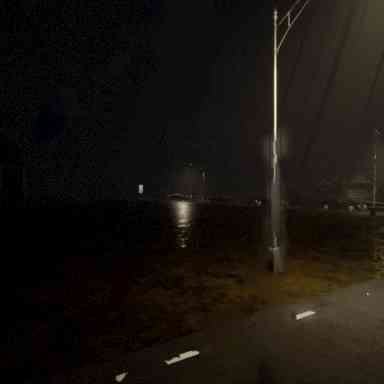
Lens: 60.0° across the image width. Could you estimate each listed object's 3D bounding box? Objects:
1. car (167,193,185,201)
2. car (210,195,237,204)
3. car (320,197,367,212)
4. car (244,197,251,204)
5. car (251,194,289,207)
[{"bbox_3d":[-3.411,1.013,70.431,1.882,1.535,5.008,2,-1,-35],"label":"car"},{"bbox_3d":[4.891,1.174,52.417,1.895,1.301,4.718,2,-1,-35],"label":"car"},{"bbox_3d":[16.400,1.292,36.148,1.837,1.490,4.892,2,0,-35],"label":"car"},{"bbox_3d":[10.200,1.065,51.315,2.097,1.767,4.553,2,-1,-35],"label":"car"},{"bbox_3d":[10.653,1.177,44.268,1.837,1.490,4.892,2,0,-35],"label":"car"}]
